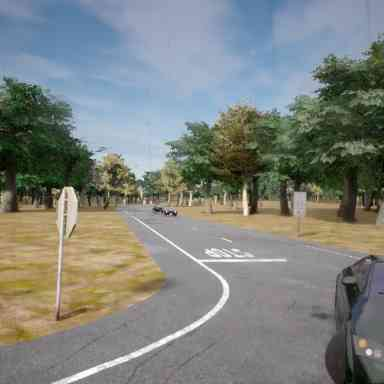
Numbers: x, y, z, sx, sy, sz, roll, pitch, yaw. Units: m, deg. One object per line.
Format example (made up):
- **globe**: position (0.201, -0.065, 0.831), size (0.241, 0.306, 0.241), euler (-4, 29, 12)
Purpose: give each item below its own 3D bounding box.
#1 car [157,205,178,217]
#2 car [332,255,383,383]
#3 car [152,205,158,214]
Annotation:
- **car**: position (-3.411, 2.850, 48.022), size (1.895, 1.301, 4.718), euler (3, -2, -13)
- **car**: position (3.094, 1.643, 4.607), size (1.994, 1.385, 4.181), euler (1, -1, 22)
- **car**: position (-5.649, 2.961, 56.873), size (1.882, 1.535, 5.008), euler (3, -2, -14)
